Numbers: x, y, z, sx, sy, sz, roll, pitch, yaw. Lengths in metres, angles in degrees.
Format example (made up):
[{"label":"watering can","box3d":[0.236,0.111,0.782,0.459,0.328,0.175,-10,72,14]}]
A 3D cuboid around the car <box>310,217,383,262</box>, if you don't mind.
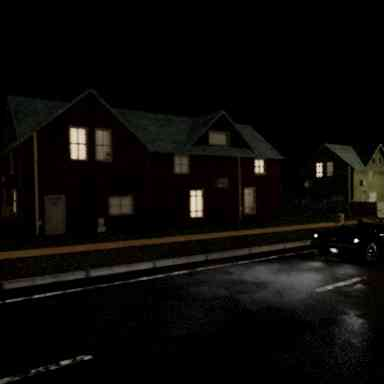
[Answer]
[{"label":"car","box3d":[6.497,1.622,12.299,4.718,1.301,1.895,0,0,-35]}]
